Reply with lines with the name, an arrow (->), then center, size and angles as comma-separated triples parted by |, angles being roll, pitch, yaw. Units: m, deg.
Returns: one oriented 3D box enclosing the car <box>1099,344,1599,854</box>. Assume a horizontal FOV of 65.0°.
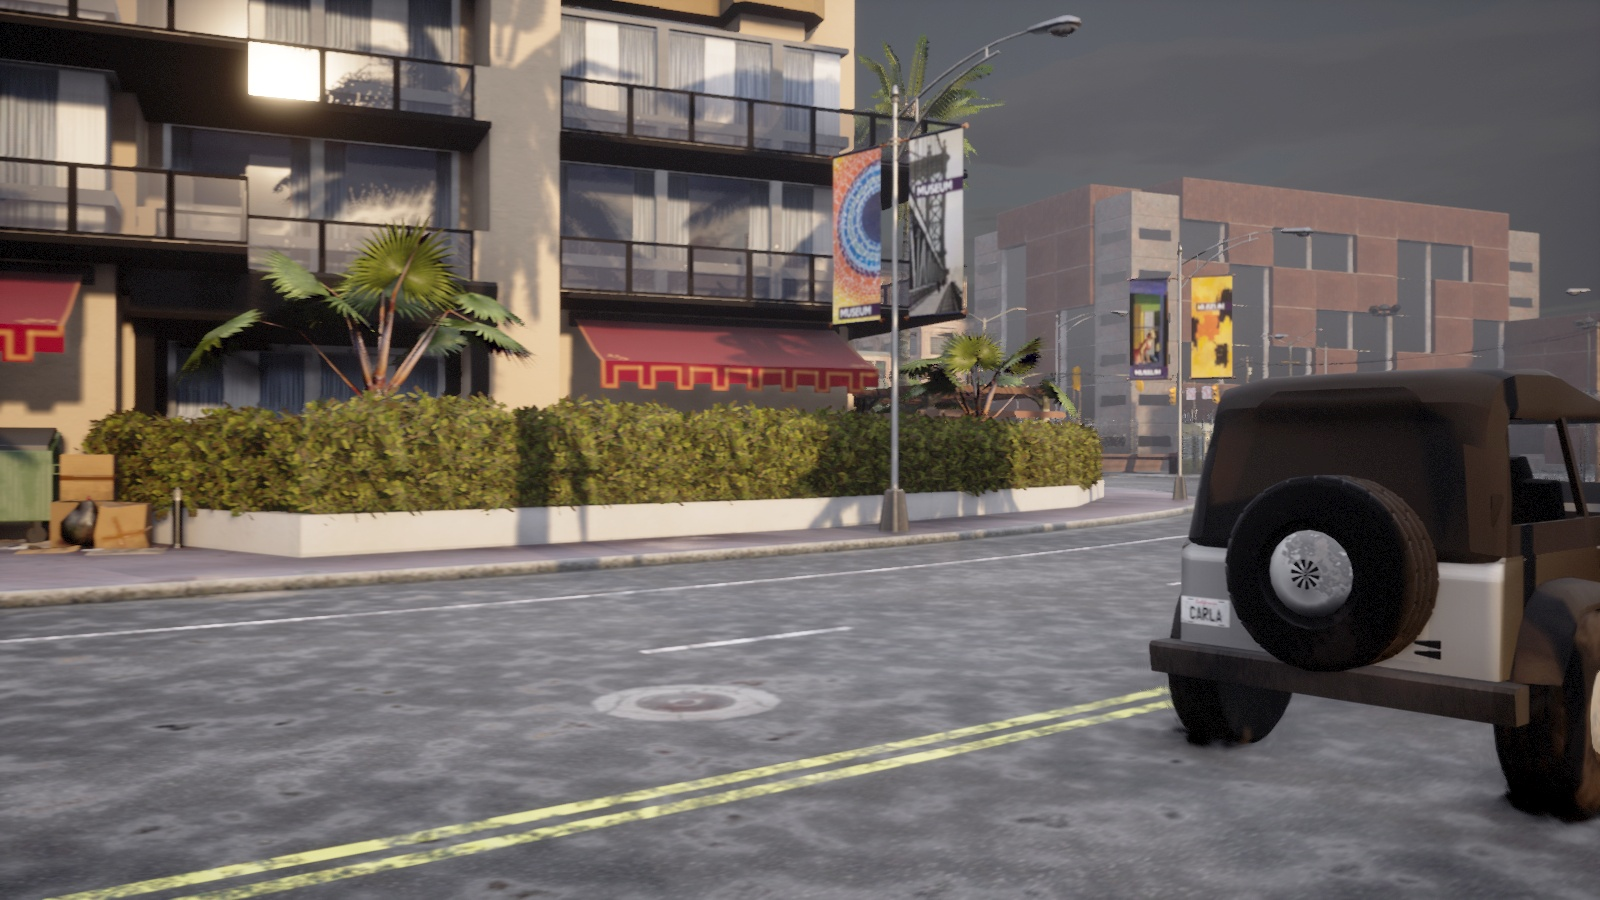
car -> 3.547, 0.552, 6.601 | 3.866, 1.878, 1.905 | 0, 0, -40
